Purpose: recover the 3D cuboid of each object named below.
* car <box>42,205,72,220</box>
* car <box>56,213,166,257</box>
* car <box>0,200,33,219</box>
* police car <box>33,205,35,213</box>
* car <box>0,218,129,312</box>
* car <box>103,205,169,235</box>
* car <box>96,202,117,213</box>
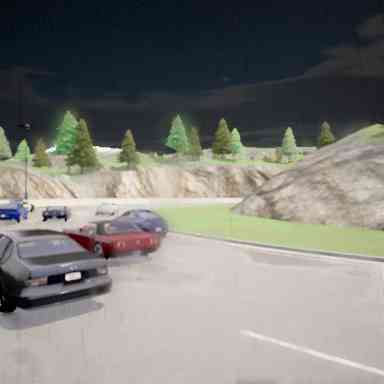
[{"bbox_3d":[-11.544,1.776,28.716,1.895,1.301,4.718,0,0,-15],"label":"car"},{"bbox_3d":[-3.217,1.687,12.434,1.895,1.301,4.718,1,-1,-41],"label":"car"},{"bbox_3d":[-14.603,1.624,26.979,1.882,1.535,5.008,0,0,-16],"label":"car"},{"bbox_3d":[-19.908,1.715,38.445,2.038,1.542,4.974,1,-1,-2],"label":"police car"},{"bbox_3d":[-3.911,1.594,7.899,2.033,1.411,5.357,1,-1,-44],"label":"car"},{"bbox_3d":[-2.936,1.657,17.950,1.812,1.442,4.674,0,0,-35],"label":"car"},{"bbox_3d":[-9.202,1.773,36.289,1.812,1.442,4.674,0,0,-5],"label":"car"}]
